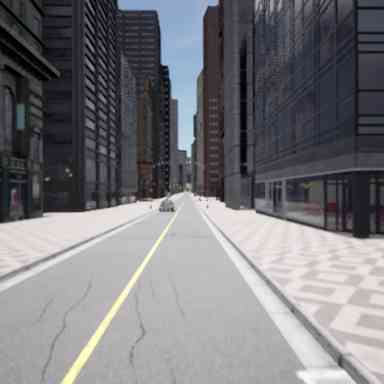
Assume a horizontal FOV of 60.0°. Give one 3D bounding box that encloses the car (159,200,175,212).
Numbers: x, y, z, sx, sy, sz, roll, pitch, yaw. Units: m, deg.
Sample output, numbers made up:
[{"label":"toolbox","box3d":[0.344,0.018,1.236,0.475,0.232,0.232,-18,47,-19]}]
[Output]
[{"label":"car","box3d":[-3.510,1.924,46.855,2.097,1.767,4.553,0,-1,-1]}]
